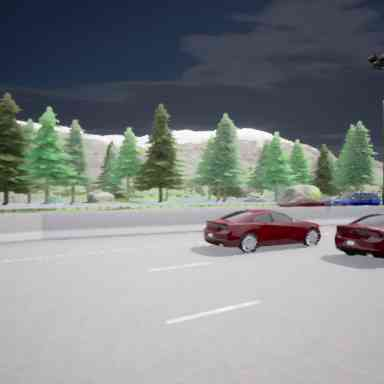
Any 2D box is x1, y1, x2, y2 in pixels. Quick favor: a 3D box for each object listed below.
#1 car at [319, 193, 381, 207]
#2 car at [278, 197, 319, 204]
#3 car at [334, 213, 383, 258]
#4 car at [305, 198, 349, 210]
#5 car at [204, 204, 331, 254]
[{"bbox_3d":[15.805,1.076,32.701,5.566,2.045,2.150,0,0,-13],"label":"car"},{"bbox_3d":[11.421,1.310,35.176,5.008,1.535,1.882,0,0,-15],"label":"car"},{"bbox_3d":[7.172,1.430,11.319,5.008,1.535,1.882,0,0,-24],"label":"car"},{"bbox_3d":[16.179,1.418,39.945,4.718,1.301,1.895,0,0,-12],"label":"car"},{"bbox_3d":[2.876,1.411,13.168,5.008,1.535,1.882,0,0,-27],"label":"car"}]
